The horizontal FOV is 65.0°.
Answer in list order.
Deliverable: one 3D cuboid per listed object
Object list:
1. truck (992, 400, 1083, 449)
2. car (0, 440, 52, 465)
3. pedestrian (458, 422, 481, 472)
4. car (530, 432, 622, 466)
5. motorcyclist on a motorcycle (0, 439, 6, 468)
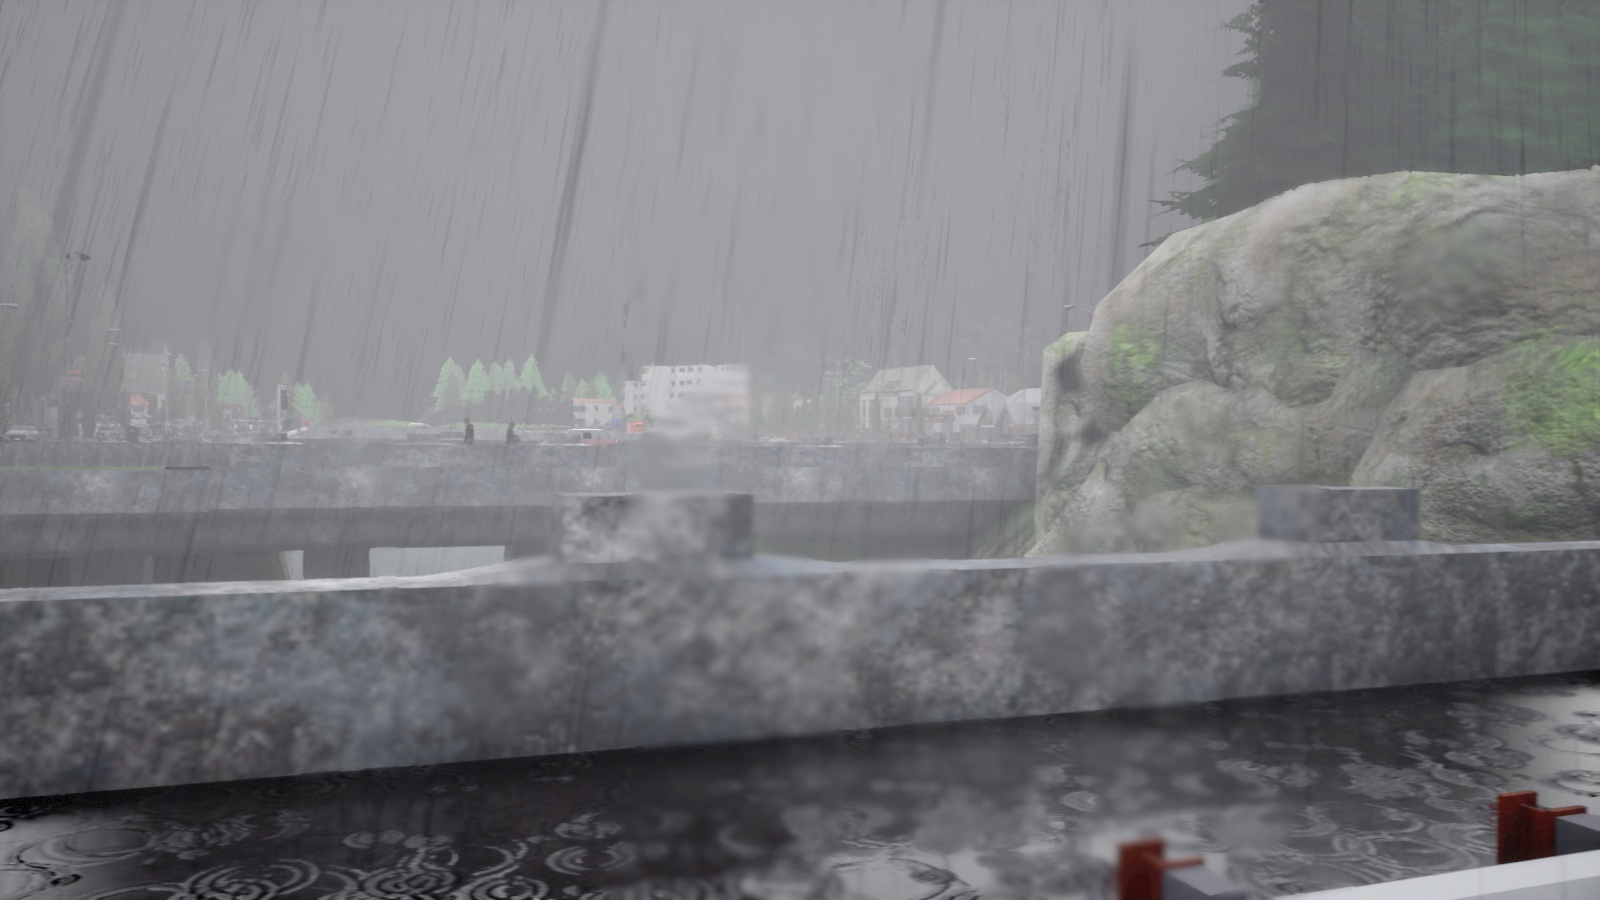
[{"bbox_3d":[17.412,-1.879,92.613,2.891,3.462,7.936,-1,1,-21],"label":"truck"},{"bbox_3d":[-45.857,0.148,74.380,1.994,1.385,4.181,-1,1,-21],"label":"car"},{"bbox_3d":[-12.434,-0.127,47.295,0.720,1.854,0.376,-1,1,-37],"label":"pedestrian"},{"bbox_3d":[-10.184,-0.056,57.136,3.806,1.475,1.970,-1,1,-21],"label":"car"},{"bbox_3d":[-42.938,0.212,66.682,0.866,1.530,2.191,-1,1,-21],"label":"motorcyclist on a motorcycle"}]
